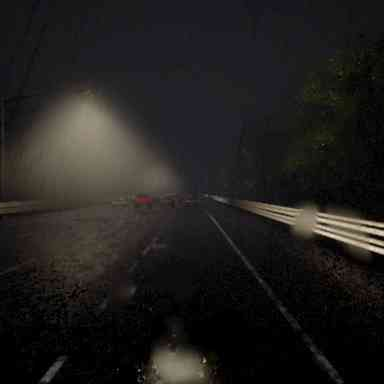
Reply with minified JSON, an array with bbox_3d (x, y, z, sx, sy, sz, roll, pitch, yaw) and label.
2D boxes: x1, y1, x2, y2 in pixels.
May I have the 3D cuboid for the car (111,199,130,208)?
[{"bbox_3d":[-10.496,1.622,49.299,1.895,1.301,4.718,0,0,0],"label":"car"}]

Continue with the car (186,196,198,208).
[{"bbox_3d":[0.005,1.514,49.013,2.128,1.511,4.902,0,0,0],"label":"car"}]

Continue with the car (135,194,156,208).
[{"bbox_3d":[-6.996,1.237,48.823,2.150,2.045,5.566,0,0,0],"label":"car"}]

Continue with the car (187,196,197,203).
[{"bbox_3d":[0.014,1.587,69.818,1.994,1.385,4.181,0,0,0],"label":"car"}]

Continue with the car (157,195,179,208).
[{"bbox_3d":[-3.495,1.514,49.009,2.128,1.511,4.902,0,0,0],"label":"car"}]

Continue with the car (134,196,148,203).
[{"bbox_3d":[-10.487,1.572,69.130,2.033,1.411,5.357,0,0,0],"label":"car"}]

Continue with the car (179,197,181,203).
[{"bbox_3d":[-3.486,1.390,69.712,2.097,1.767,4.553,0,0,0],"label":"car"}]
